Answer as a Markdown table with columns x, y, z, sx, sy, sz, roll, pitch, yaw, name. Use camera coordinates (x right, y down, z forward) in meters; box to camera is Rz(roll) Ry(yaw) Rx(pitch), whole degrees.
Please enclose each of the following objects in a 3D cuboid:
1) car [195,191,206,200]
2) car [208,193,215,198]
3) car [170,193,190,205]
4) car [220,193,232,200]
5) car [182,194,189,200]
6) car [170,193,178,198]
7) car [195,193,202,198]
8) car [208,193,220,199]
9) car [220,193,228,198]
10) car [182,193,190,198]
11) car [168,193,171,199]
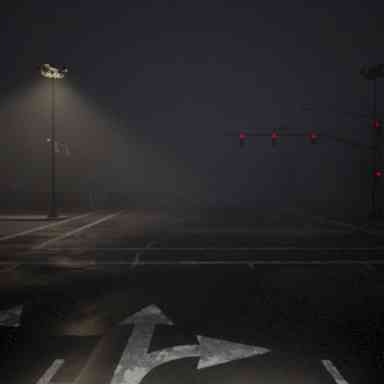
| x | y | z | sx | sy | sz | roll | pitch | yaw | name |
| --- | --- | --- | --- | --- | --- | --- | --- | --- | --- |
| 1.872 | 0.846 | 83.979 | 2.150 | 2.045 | 5.566 | 0 | 0 | 0 | car |
| 5.421 | 0.942 | 93.518 | 1.812 | 1.442 | 4.674 | 0 | 0 | 0 | car |
| -1.790 | 1.259 | 52.522 | 2.128 | 1.511 | 4.902 | 0 | 0 | 0 | car |
| 8.872 | 1.161 | 83.914 | 2.033 | 1.411 | 5.357 | 0 | 0 | 0 | car |
| -1.626 | 1.215 | 84.415 | 1.895 | 1.301 | 4.718 | 0 | 0 | 0 | car |
| -5.078 | 0.970 | 93.572 | 1.994 | 1.385 | 4.181 | 0 | 0 | 0 | car |
| 1.922 | 1.012 | 93.566 | 1.895 | 1.301 | 4.718 | 0 | 0 | 0 | car |
| 5.376 | 1.214 | 84.796 | 1.895 | 1.301 | 4.718 | 0 | 0 | 0 | car |
| 8.921 | 0.942 | 93.500 | 1.812 | 1.442 | 4.674 | 0 | 0 | 0 | car |
| -1.579 | 0.943 | 93.554 | 2.128 | 1.511 | 4.902 | 0 | 0 | 0 | car |
| -5.124 | 1.119 | 84.819 | 1.837 | 1.490 | 4.892 | 0 | 0 | 0 | car |
